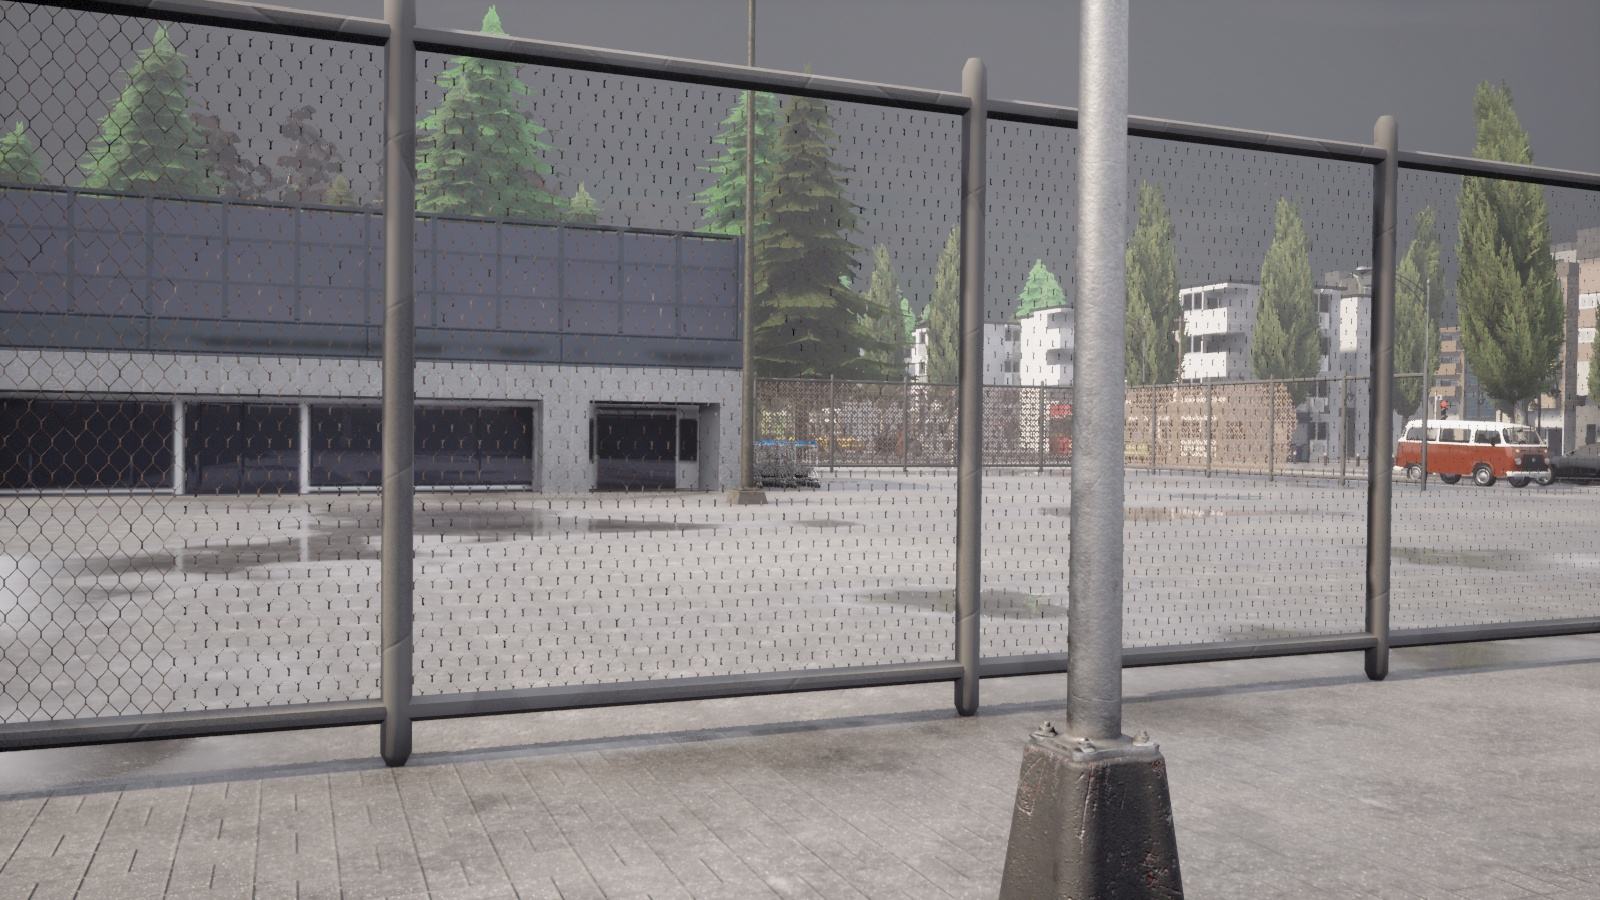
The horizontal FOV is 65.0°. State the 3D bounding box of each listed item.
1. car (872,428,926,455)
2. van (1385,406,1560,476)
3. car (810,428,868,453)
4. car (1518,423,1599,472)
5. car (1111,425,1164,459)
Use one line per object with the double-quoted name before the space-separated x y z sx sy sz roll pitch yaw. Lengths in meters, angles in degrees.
"car" 5.938 -0.520 75.749 1.789 1.549 3.705 -1 1 -21
"van" 20.854 -0.349 39.159 2.069 2.038 4.480 -1 2 -22
"car" 2.559 -0.657 83.993 1.801 1.575 5.366 -1 1 -22
"car" 25.242 -0.109 39.003 2.163 1.488 4.792 -1 1 -22
"car" 15.856 -0.385 58.885 2.007 1.525 4.514 0 1 20
